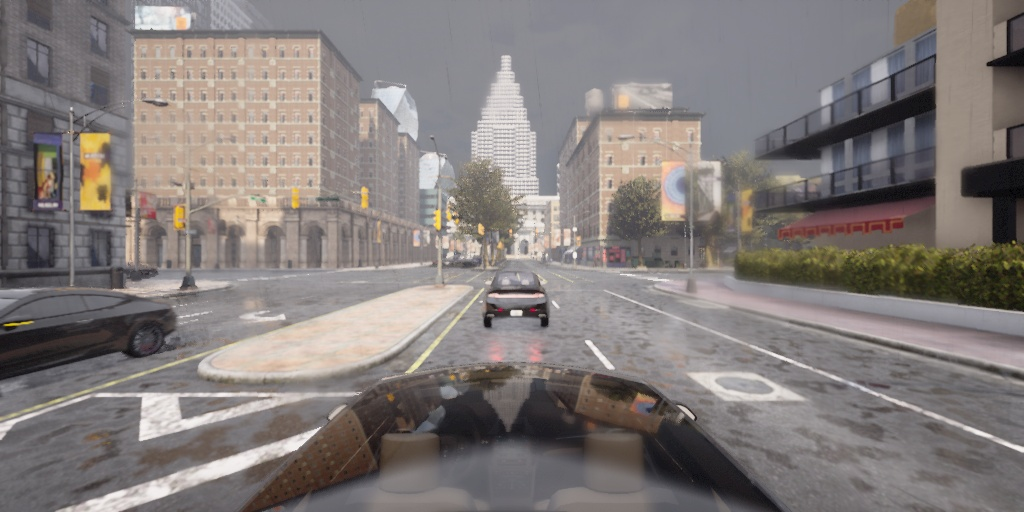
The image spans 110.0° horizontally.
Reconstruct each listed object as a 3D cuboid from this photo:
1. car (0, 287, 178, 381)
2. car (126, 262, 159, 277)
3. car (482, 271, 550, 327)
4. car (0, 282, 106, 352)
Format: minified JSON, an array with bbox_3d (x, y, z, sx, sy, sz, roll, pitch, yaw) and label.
[{"bbox_3d":[-8.068,1.269,5.775,1.812,1.442,4.674,0,0,0],"label":"car"},{"bbox_3d":[-37.563,1.240,34.626,5.357,1.411,2.033,0,0,0],"label":"car"},{"bbox_3d":[0.116,1.224,11.480,2.128,1.511,4.902,0,0,0],"label":"car"},{"bbox_3d":[-11.560,1.342,7.006,1.895,1.301,4.718,0,0,0],"label":"car"}]
